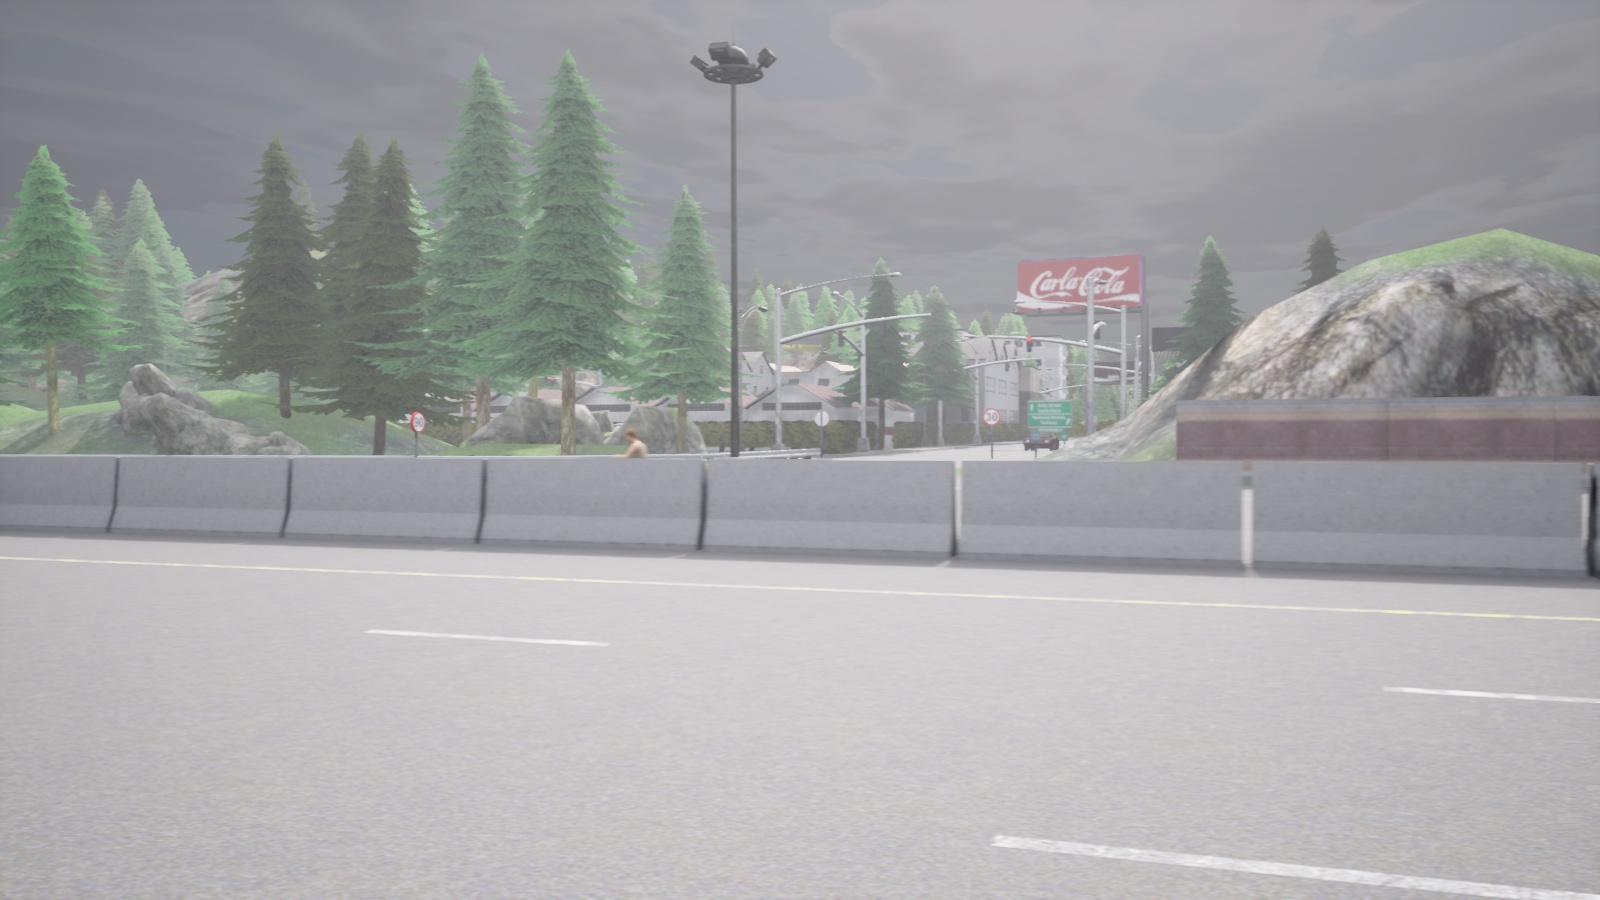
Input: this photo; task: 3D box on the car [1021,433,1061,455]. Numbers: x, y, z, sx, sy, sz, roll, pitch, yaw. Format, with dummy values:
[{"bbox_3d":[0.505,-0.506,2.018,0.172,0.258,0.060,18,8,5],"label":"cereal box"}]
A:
[{"bbox_3d":[15.656,-0.429,81.400,1.895,1.301,4.718,2,1,18],"label":"car"}]
